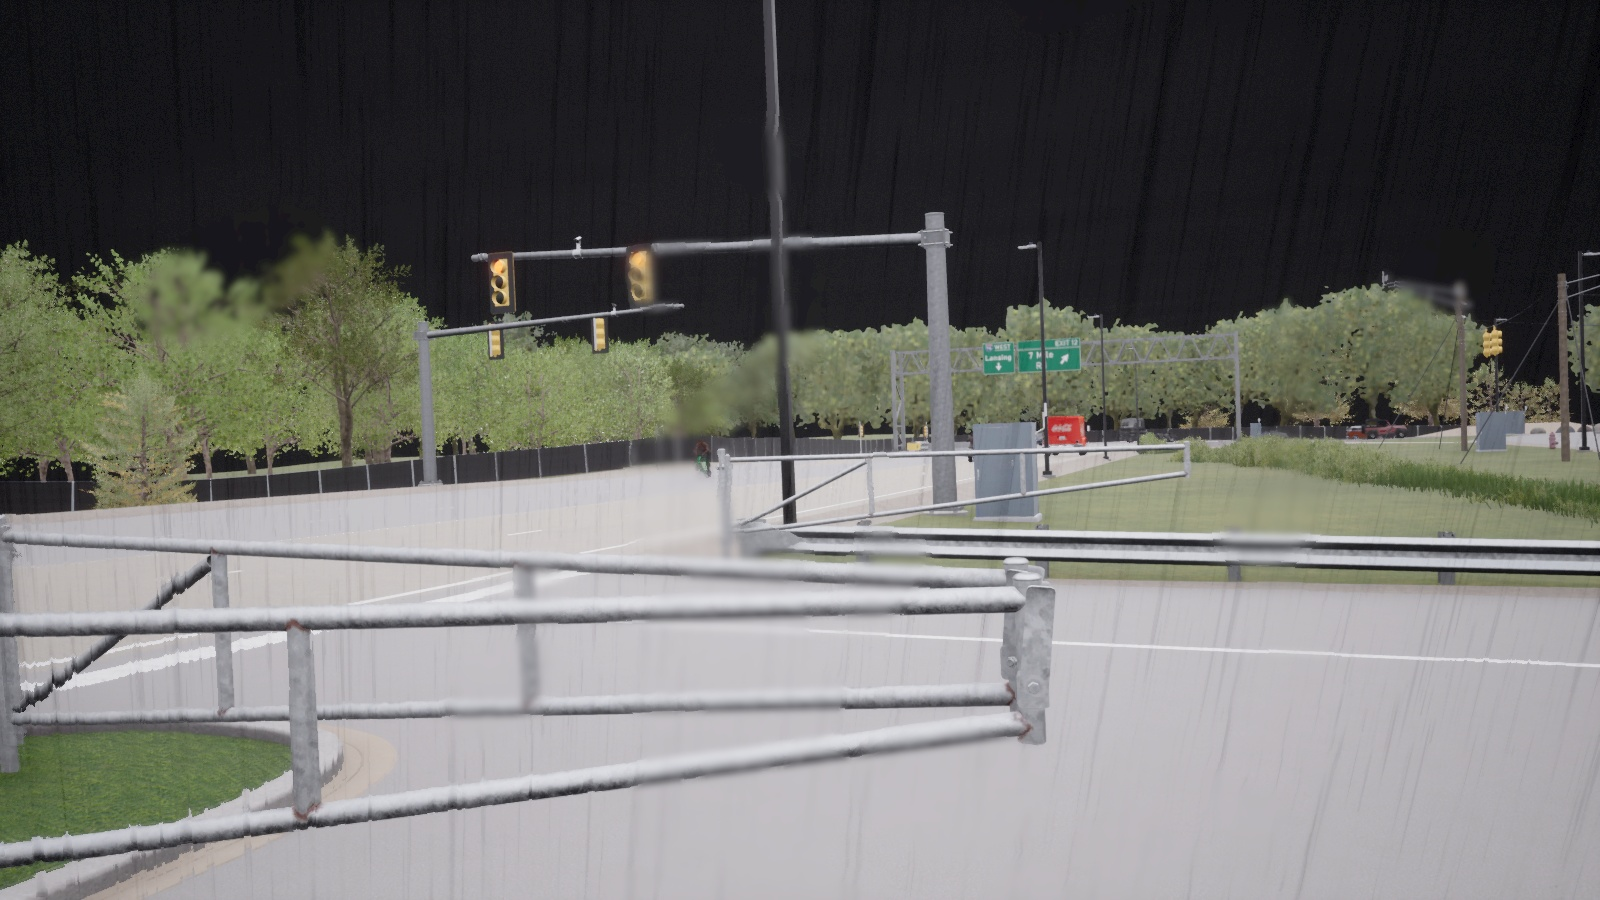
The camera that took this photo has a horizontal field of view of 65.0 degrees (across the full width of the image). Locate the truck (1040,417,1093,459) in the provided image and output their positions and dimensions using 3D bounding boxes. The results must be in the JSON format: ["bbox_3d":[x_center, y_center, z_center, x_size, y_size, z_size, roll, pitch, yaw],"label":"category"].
[{"bbox_3d":[16.829,-0.752,79.118,2.627,2.467,5.204,-1,0,18],"label":"truck"}]
